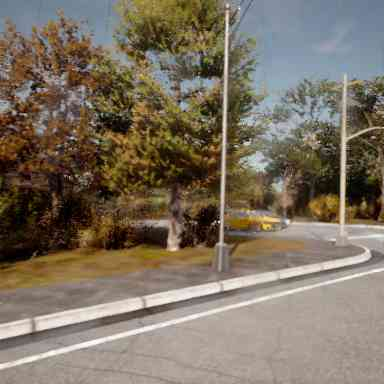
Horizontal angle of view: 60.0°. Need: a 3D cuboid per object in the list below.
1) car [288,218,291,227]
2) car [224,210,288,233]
[{"bbox_3d":[6.052,2.325,28.114,2.128,1.511,4.902,3,-4,-38],"label":"car"},{"bbox_3d":[4.258,2.127,24.726,1.882,1.535,5.008,3,-4,-38],"label":"car"}]
